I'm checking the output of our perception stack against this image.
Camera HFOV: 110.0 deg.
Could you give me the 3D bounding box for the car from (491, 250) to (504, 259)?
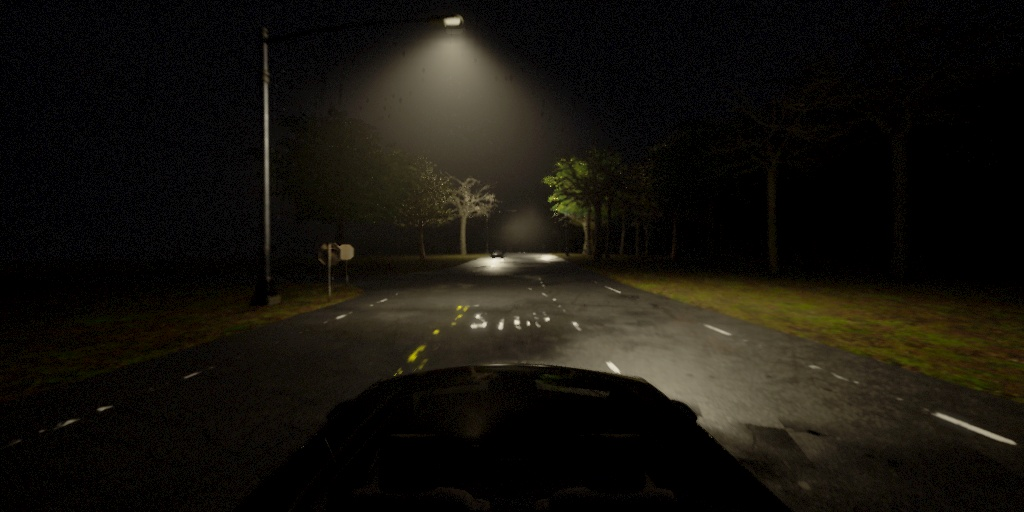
[{"bbox_3d":[-2.222,-0.232,57.431,2.033,1.411,5.357,0,2,2],"label":"car"}]
